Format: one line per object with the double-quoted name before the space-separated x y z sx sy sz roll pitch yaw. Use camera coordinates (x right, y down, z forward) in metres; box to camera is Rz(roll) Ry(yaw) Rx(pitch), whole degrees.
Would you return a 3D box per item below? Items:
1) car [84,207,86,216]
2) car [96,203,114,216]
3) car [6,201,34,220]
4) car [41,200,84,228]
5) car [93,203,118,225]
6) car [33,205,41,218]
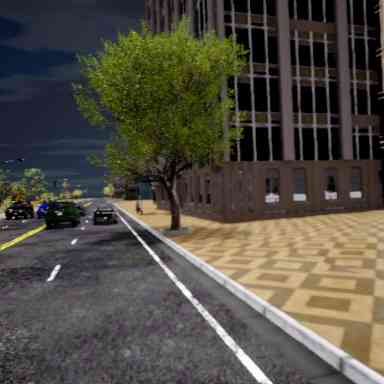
"car" -14.097 2.257 40.992 2.033 1.411 5.357 -2 0 -15
"car" -10.965 2.133 41.853 2.033 1.411 5.357 -2 0 -15
"car" -20.700 2.182 40.310 2.150 2.045 5.566 -2 0 -15
"car" -10.425 1.738 27.131 2.150 2.045 5.566 -2 0 -14
"car" -7.454 1.892 28.604 2.128 1.511 4.902 -2 0 -15
"car" -17.563 2.057 41.152 2.150 2.045 5.566 -2 0 -15
